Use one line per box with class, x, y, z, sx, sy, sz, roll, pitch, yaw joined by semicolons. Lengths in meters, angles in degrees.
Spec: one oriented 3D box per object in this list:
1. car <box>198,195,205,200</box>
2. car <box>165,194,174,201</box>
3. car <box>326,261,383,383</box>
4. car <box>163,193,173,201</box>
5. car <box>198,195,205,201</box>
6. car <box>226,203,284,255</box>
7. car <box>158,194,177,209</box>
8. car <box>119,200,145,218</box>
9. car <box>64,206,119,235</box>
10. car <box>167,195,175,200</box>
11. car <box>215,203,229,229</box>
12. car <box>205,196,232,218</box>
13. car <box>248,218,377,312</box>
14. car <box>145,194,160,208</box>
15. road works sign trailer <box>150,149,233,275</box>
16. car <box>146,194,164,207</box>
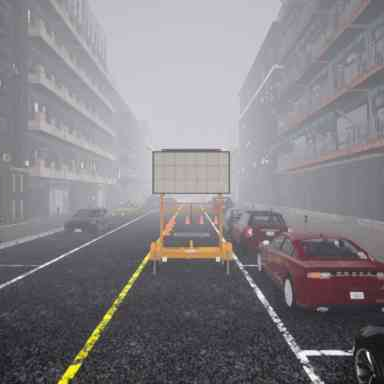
car;2.516;1.506;92.174;1.887;1.381;4.507;0;0;0
car;-5.853;1.405;86.526;1.967;1.590;4.097;0;0;0
car;2.687;1.566;1.992;1.947;1.339;4.313;0;0;0
car;-5.842;1.283;80.890;2.192;1.841;5.009;0;0;0
car;2.537;1.493;81.072;1.752;1.417;4.829;0;0;0
car;2.666;1.439;13.266;1.967;1.590;4.097;0;0;0
car;-3.086;1.465;44.937;1.882;1.535;5.008;0;0;0
car;-5.746;1.519;29.992;1.752;1.417;4.829;0;0;0
car;-5.725;1.563;18.888;1.947;1.339;4.313;0;0;0
car;-5.864;1.506;92.163;1.887;1.381;4.507;0;0;0
car;2.656;1.548;18.901;2.008;1.369;4.403;0;0;0
car;2.635;1.309;30.174;2.192;1.841;5.009;0;0;0
car;2.677;1.544;7.629;1.887;1.381;4.507;0;0;0
car;-5.779;1.427;47.072;1.967;1.590;4.097;0;0;0
road works sign trailer;-0.020;0.463;10.393;2.380;3.560;2.880;0;0;0
car;-5.788;1.299;52.708;2.192;1.841;5.009;0;0;0
